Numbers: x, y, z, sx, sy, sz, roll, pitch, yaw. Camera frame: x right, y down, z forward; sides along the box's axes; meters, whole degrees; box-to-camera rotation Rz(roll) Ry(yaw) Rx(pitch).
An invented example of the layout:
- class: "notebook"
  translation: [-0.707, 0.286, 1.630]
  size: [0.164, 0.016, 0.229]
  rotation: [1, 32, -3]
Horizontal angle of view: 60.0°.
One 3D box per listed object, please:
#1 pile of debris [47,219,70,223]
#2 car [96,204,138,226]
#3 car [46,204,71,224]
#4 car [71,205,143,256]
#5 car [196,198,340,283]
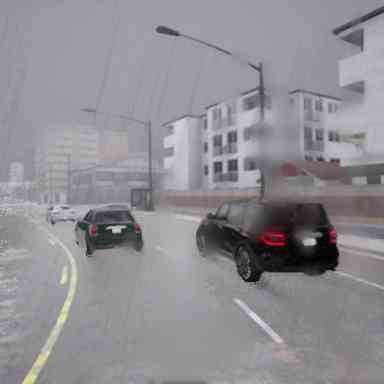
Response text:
- class: "pile of debris"
  translation: [-11.172, 2.385, 27.753]
  size: [1.500, 0.140, 1.860]
  rotation: [-1, 0, -30]
- class: "car"
  translation: [-5.823, 1.689, 25.470]
  size: [1.994, 1.385, 4.181]
  rotation: [-1, 0, -29]
- class: "car"
  translation: [-10.498, 1.723, 26.644]
  size: [1.812, 1.442, 4.674]
  rotation: [-1, 0, -29]
- class: "car"
  translation: [-3.599, 1.427, 13.851]
  size: [2.097, 1.767, 4.553]
  rotation: [-1, 0, -25]
- class: "car"
  translation: [1.854, 1.210, 9.983]
  size: [2.150, 2.045, 5.566]
  rotation: [-1, 0, -17]
